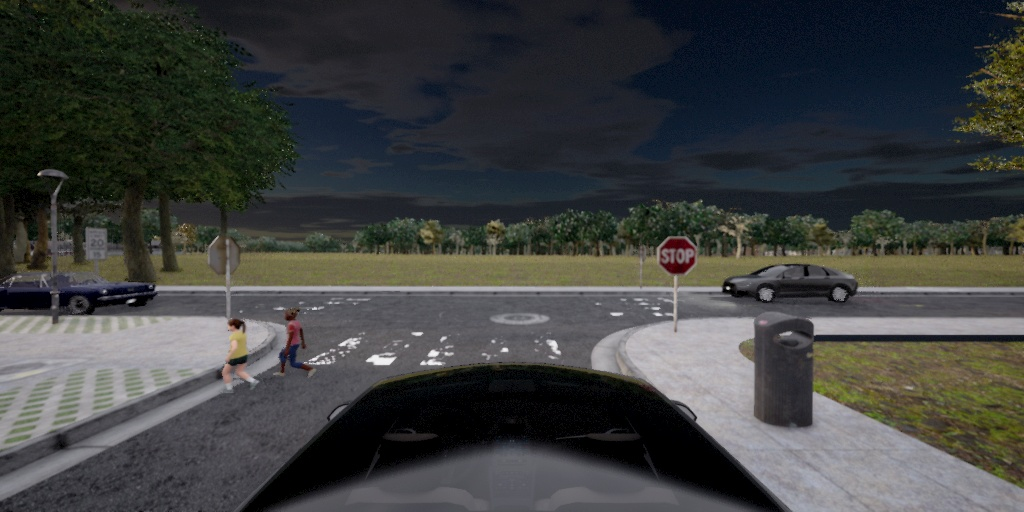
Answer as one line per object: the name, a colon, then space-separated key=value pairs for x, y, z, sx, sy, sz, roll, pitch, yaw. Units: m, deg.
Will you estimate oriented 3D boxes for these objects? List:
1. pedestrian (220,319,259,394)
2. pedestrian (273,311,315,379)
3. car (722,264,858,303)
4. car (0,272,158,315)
pedestrian: x=-3.874 y=1.376 z=5.124 sx=0.500 sy=1.100 sz=0.500 roll=0 pitch=1 yaw=0
pedestrian: x=-3.485 y=0.988 z=5.721 sx=0.375 sy=1.860 sz=0.375 roll=0 pitch=1 yaw=0
car: x=11.392 y=1.089 z=14.876 sx=4.892 sy=1.490 sz=1.837 roll=0 pitch=1 yaw=0
car: x=-14.901 y=1.186 z=11.959 sx=4.718 sy=1.301 sz=1.895 roll=0 pitch=1 yaw=0
